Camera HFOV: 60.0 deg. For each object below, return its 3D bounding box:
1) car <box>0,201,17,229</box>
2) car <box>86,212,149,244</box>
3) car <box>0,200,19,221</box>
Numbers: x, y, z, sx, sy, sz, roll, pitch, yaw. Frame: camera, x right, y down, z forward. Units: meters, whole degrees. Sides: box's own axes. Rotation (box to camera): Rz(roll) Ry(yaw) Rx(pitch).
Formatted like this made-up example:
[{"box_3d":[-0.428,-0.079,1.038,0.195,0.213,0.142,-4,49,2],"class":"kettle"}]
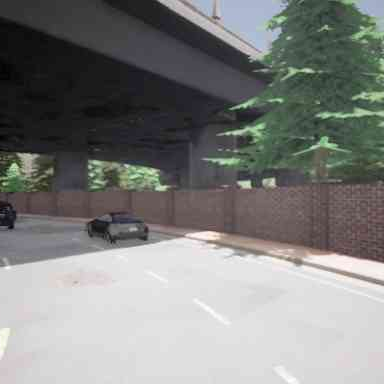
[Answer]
[{"box_3d":[-13.819,1.604,22.554,4.553,1.767,2.097,-1,0,43],"class":"car"},{"box_3d":[-3.848,1.688,16.768,1.994,1.385,4.181,0,0,-36],"class":"car"},{"box_3d":[-18.283,1.693,31.127,4.553,1.767,2.097,-1,0,41],"class":"car"}]
